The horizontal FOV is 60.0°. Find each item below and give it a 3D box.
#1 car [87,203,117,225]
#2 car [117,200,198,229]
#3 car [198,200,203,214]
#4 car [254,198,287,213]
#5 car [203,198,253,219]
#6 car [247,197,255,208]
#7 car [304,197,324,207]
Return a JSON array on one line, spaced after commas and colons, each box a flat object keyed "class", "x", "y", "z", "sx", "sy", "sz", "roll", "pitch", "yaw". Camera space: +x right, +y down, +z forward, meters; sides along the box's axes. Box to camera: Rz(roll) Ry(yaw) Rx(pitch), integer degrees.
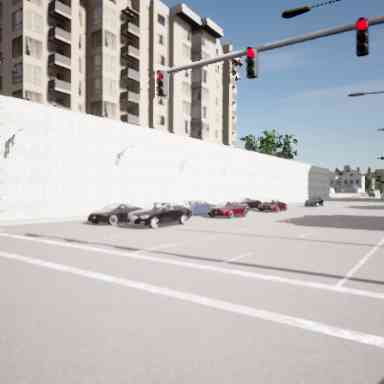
[{"class": "car", "x": -5.154, "y": 1.470, "z": 23.060, "sx": 1.994, "sy": 1.385, "sz": 4.181, "roll": 0, "pitch": 0, "yaw": 35}, {"class": "car", "x": -2.056, "y": 1.417, "z": 21.383, "sx": 2.128, "sy": 1.511, "sz": 4.902, "roll": 0, "pitch": 0, "yaw": 36}, {"class": "car", "x": 0.176, "y": 1.454, "z": 30.487, "sx": 2.033, "sy": 1.411, "sz": 5.357, "roll": 0, "pitch": 0, "yaw": 36}, {"class": "car", "x": 8.978, "y": 1.490, "z": 36.713, "sx": 1.994, "sy": 1.385, "sz": 4.181, "roll": 0, "pitch": 0, "yaw": 36}, {"class": "car", "x": 3.142, "y": 1.489, "z": 28.609, "sx": 1.994, "sy": 1.385, "sz": 4.181, "roll": 0, "pitch": 0, "yaw": 36}, {"class": "car", "x": 6.465, "y": 1.399, "z": 39.222, "sx": 2.128, "sy": 1.511, "sz": 4.902, "roll": 0, "pitch": 0, "yaw": 36}, {"class": "car", "x": 18.060, "y": 1.451, "z": 49.208, "sx": 1.837, "sy": 1.490, "sz": 4.892, "roll": 0, "pitch": 0, "yaw": 36}]
